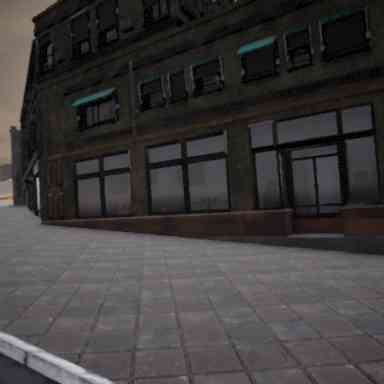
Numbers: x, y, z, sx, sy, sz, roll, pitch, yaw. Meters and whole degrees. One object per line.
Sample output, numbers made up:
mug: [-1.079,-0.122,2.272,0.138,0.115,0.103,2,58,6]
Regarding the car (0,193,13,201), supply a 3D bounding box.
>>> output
car: [-35.919,0.995,64.539,1.882,1.535,5.008,-4,0,8]
